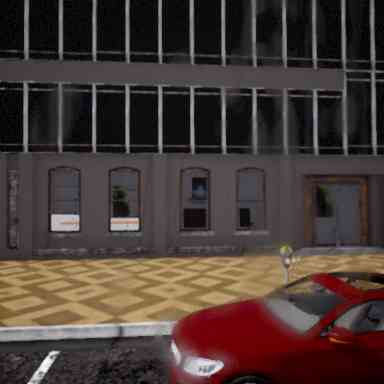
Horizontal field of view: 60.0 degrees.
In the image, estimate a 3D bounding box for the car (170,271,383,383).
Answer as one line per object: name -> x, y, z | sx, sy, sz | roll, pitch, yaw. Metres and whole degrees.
car -> 1.846, 1.676, 4.003 | 4.206, 1.307, 1.802 | 0, -1, -5
